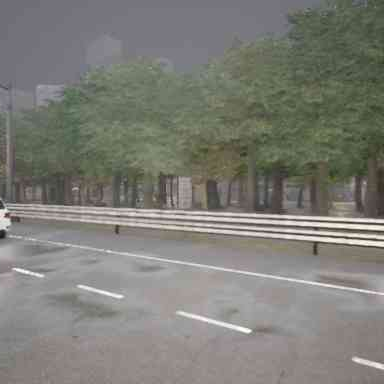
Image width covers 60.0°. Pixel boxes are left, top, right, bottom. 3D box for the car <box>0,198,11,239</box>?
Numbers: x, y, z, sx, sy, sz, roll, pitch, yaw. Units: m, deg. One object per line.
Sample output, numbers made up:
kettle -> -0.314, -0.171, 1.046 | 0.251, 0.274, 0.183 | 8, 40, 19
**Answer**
car -> -10.891, 1.220, 15.948 | 5.566, 2.045, 2.150 | 0, 0, 36
